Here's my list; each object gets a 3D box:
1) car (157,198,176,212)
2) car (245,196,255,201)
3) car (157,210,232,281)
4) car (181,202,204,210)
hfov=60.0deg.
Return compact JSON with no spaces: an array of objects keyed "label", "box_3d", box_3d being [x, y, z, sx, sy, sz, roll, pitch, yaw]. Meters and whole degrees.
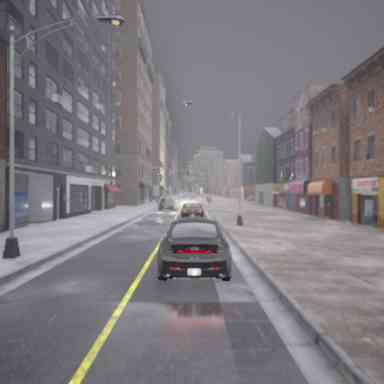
[{"label":"car","box_3d":[-2.898,1.430,38.417,1.837,1.490,4.892,0,0,0]},{"label":"car","box_3d":[13.785,1.383,71.152,4.829,1.417,1.752,0,0,0]},{"label":"car","box_3d":[0.066,1.504,9.789,1.837,1.490,4.892,0,0,0]},{"label":"car","box_3d":[0.049,1.555,29.078,1.895,1.301,4.718,0,0,0]}]
